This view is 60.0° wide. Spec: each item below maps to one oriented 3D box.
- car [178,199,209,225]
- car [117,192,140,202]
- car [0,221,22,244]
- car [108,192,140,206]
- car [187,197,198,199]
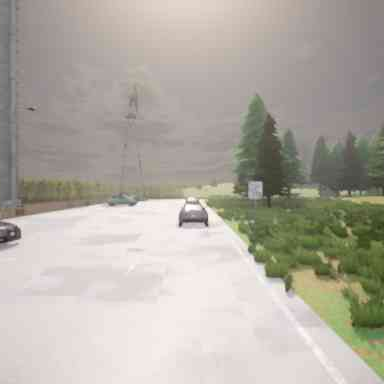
[{"bbox_3d":[0.089,1.422,22.558,1.994,1.385,4.181,0,0,0],"label":"car"},{"bbox_3d":[-11.932,0.960,62.957,3.866,1.878,1.905,0,0,-31],"label":"car"},{"bbox_3d":[-9.065,1.466,13.106,4.181,1.381,1.994,0,0,-1],"label":"car"},{"bbox_3d":[-9.567,1.192,46.114,3.988,1.617,1.851,0,0,-1],"label":"car"},{"bbox_3d":[0.079,1.285,41.699,2.033,1.411,5.357,0,0,0],"label":"car"}]
